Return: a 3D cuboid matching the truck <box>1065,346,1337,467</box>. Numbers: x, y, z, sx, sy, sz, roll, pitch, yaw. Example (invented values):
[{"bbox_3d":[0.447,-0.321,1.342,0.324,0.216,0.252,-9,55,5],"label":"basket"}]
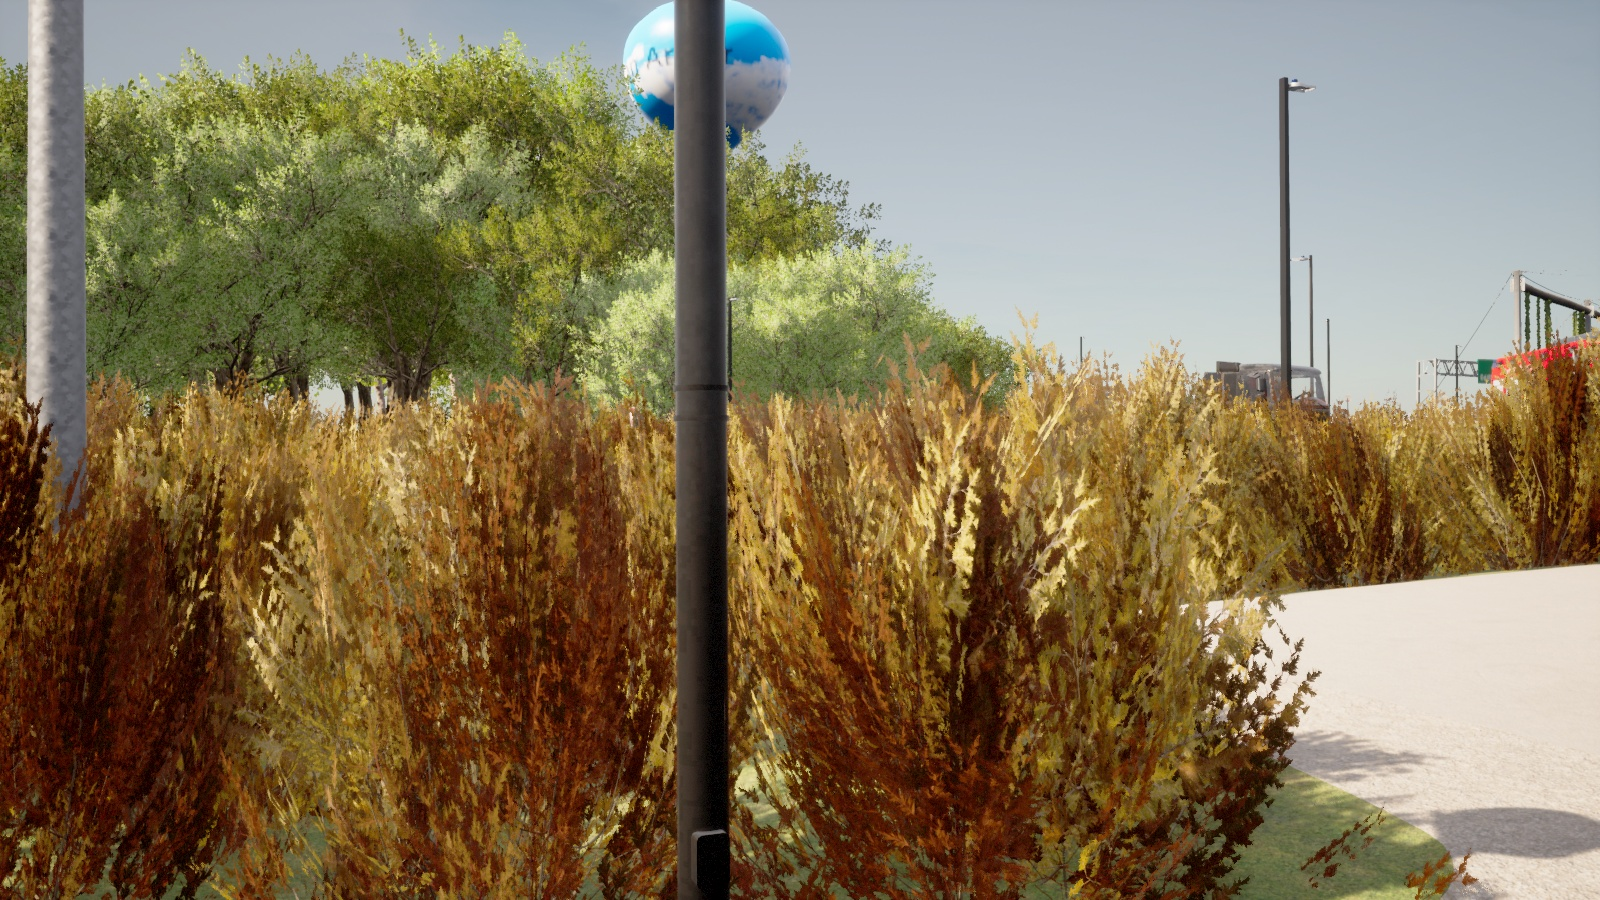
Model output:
[{"bbox_3d":[12.521,-1.217,39.985,2.891,3.462,7.936,-1,0,-38],"label":"truck"}]
